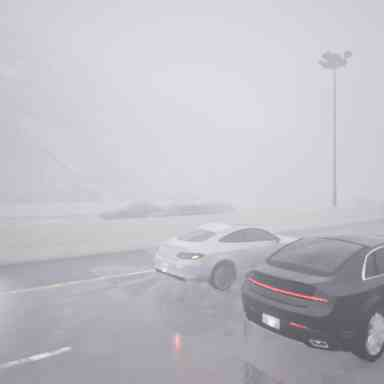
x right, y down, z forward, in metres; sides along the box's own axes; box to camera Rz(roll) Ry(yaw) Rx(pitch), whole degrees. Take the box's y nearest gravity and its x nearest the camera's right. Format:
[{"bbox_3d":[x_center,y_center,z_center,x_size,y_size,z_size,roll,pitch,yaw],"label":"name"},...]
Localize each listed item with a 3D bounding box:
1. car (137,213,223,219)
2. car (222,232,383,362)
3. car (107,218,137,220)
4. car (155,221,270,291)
[{"bbox_3d":[-0.665,1.506,20.924,4.892,1.490,1.837,0,0,-38],"label":"car"},{"bbox_3d":[3.035,1.505,5.949,4.892,1.490,1.837,0,0,-36],"label":"car"},{"bbox_3d":[-3.853,1.478,22.893,5.008,1.535,1.882,0,0,-37],"label":"car"},{"bbox_3d":[1.242,1.526,8.971,4.674,1.442,1.812,0,0,-36],"label":"car"}]
